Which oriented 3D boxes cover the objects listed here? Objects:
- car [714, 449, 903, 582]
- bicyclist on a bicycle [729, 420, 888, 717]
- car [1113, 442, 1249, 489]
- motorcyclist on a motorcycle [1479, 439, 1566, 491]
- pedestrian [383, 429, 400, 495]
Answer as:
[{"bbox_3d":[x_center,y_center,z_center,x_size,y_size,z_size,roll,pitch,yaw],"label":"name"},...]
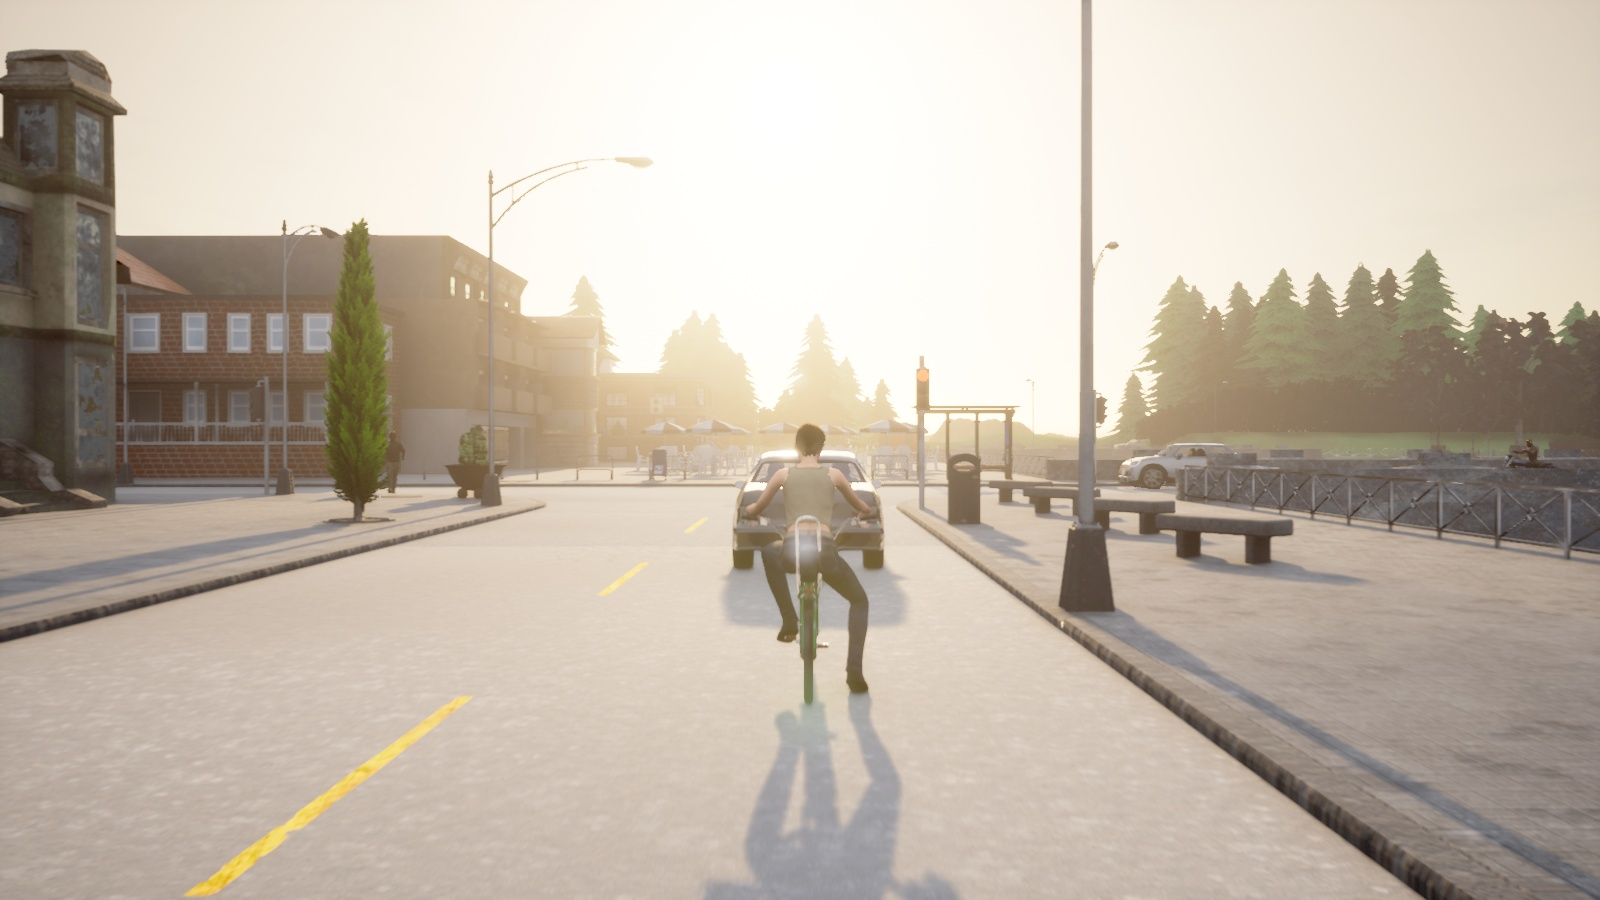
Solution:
[{"bbox_3d":[0.105,0.702,16.241,2.033,1.411,5.357,0,0,0],"label":"car"},{"bbox_3d":[0.053,0.640,7.581,0.866,1.612,1.509,0,0,1],"label":"bicyclist on a bicycle"},{"bbox_3d":[12.225,0.494,40.484,3.806,1.475,1.970,0,0,0],"label":"car"},{"bbox_3d":[23.244,0.488,40.426,2.350,1.649,0.766,0,0,0],"label":"motorcyclist on a motorcycle"},{"bbox_3d":[-11.630,0.336,35.741,0.431,1.840,0.703,0,0,-15],"label":"pedestrian"}]
